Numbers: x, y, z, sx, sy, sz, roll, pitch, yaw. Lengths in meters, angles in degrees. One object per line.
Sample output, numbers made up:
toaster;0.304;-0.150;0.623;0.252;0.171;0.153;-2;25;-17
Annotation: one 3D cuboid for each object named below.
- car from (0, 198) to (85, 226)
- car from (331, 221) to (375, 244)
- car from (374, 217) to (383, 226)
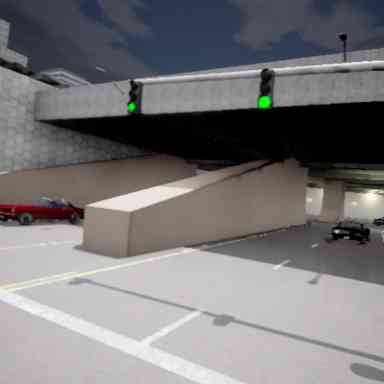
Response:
car;-7.766;0.959;17.398;1.895;1.301;4.718;5;0;29
car;10.968;2.709;22.748;1.895;1.301;4.718;5;0;33
car;28.705;4.395;48.318;5.357;1.411;2.033;5;-1;-25
